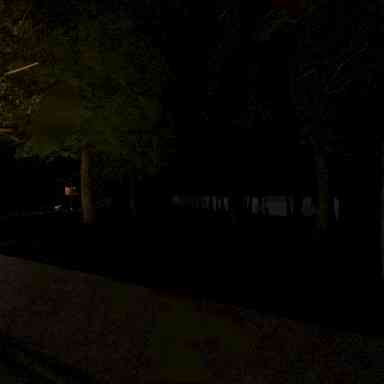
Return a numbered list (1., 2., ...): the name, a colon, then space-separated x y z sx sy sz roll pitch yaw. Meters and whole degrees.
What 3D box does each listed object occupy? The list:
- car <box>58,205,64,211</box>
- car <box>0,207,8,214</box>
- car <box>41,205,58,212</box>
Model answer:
1. car: -35.052 4.238 87.477 2.128 1.511 4.902 0 -2 -9
2. car: -33.148 3.190 56.832 1.895 1.301 4.718 0 -2 -9
3. car: -33.342 3.886 77.193 1.837 1.490 4.892 0 -2 -9
